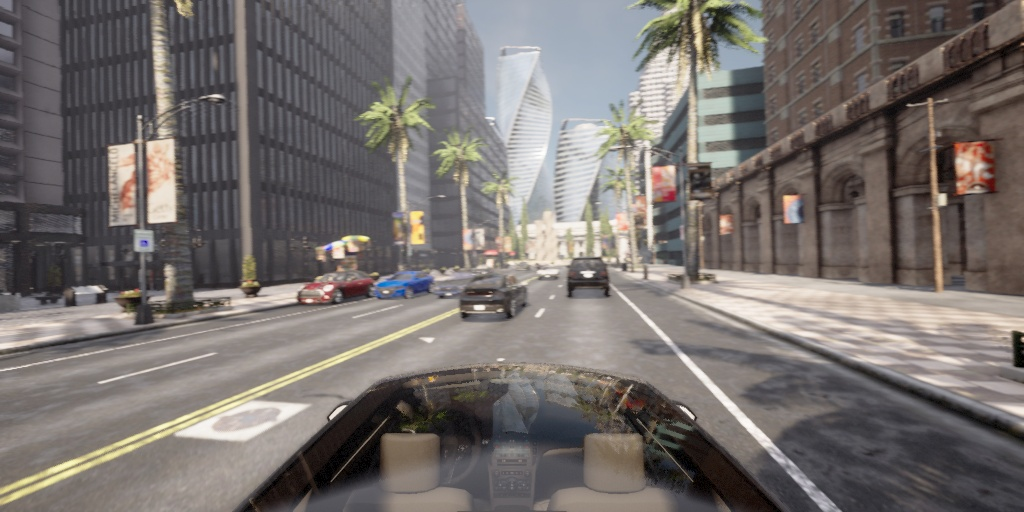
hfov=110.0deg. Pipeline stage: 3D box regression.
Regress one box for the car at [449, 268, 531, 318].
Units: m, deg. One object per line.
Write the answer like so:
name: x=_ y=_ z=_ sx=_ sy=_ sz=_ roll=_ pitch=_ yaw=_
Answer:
car: x=-0.573 y=1.417 z=13.866 sx=1.837 sy=1.490 sz=4.892 roll=-2 pitch=-1 yaw=11

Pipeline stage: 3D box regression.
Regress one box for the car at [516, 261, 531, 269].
car: x=2.022 y=1.768 z=64.342 sx=2.097 sy=1.767 sz=4.553 roll=-2 pitch=-1 yaw=12

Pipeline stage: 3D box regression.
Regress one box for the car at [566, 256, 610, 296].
car: x=4.192 y=1.043 z=19.949 sx=2.150 sy=2.045 sz=5.566 roll=-2 pitch=-1 yaw=11

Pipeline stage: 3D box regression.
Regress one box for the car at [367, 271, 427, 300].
car: x=-6.332 y=1.679 z=21.775 sx=1.882 sy=1.535 sz=5.008 roll=-2 pitch=-1 yaw=11

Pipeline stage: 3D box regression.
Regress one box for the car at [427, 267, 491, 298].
car: x=-2.840 y=1.625 z=21.396 sx=2.033 sy=1.411 sz=5.357 roll=-2 pitch=-1 yaw=11

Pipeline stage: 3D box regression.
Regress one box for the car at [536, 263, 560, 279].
car: x=3.757 y=1.624 z=35.916 sx=1.895 sy=1.301 sz=4.718 roll=-2 pitch=-1 yaw=11
